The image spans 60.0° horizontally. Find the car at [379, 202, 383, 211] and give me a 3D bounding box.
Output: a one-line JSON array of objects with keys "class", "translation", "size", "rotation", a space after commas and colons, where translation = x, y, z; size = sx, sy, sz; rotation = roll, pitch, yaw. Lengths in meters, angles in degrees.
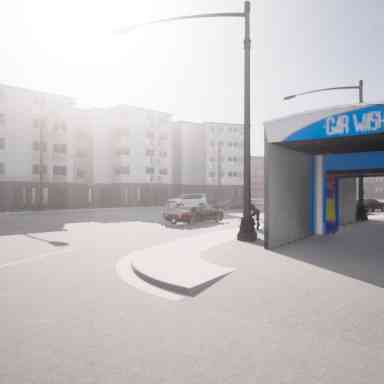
[{"class": "car", "translation": [21.028, 1.505, 39.618], "size": [4.892, 1.490, 1.837], "rotation": [0, 0, -18]}]

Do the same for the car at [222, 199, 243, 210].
[{"class": "car", "translation": [4.585, 1.563, 40.551], "size": [4.181, 1.385, 1.994], "rotation": [0, 0, -29]}]

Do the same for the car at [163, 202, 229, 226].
[{"class": "car", "translation": [0.265, 1.600, 23.629], "size": [1.895, 1.301, 4.718], "rotation": [0, 0, 41]}]

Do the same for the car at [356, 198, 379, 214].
[{"class": "car", "translation": [16.444, 1.351, 34.307], "size": [4.553, 1.767, 2.097], "rotation": [0, 0, -22]}]

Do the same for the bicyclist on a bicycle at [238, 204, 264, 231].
[{"class": "bicyclist on a bicycle", "translation": [3.224, 1.300, 18.277], "size": [1.656, 1.620, 0.582], "rotation": [0, 0, 38]}]

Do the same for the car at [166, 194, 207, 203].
[{"class": "car", "translation": [-0.651, 1.220, 41.442], "size": [5.566, 2.045, 2.150], "rotation": [0, 0, -34]}]
